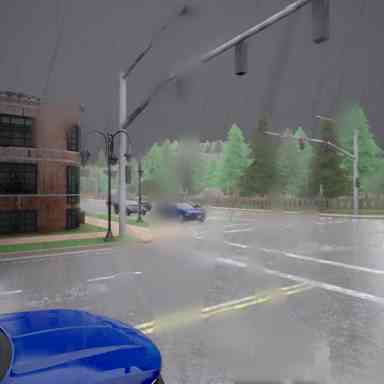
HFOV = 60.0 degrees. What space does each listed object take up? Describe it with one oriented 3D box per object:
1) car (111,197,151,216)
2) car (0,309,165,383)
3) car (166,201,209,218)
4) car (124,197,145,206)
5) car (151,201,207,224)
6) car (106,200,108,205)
[{"bbox_3d":[-6.195,1.526,32.833,1.812,1.442,4.674,0,0,-35],"label":"car"},{"bbox_3d":[-2.501,1.478,1.957,5.008,1.535,1.882,0,0,-36],"label":"car"},{"bbox_3d":[-0.491,1.564,30.776,1.994,1.385,4.181,0,0,-35],"label":"car"},{"bbox_3d":[-9.828,1.526,56.668,1.812,1.442,4.674,0,0,-35],"label":"car"},{"bbox_3d":[-0.919,1.478,25.274,1.882,1.535,5.008,0,0,-35],"label":"car"},{"bbox_3d":[-12.626,1.564,54.562,1.994,1.385,4.181,0,0,-35],"label":"car"}]
